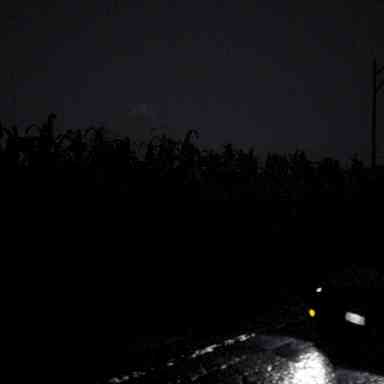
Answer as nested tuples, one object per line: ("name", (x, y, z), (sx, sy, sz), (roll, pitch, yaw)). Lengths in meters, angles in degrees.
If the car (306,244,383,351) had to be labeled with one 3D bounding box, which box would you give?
("car", (3.949, 1.631, 5.846), (4.181, 1.385, 1.994), (1, 0, -35))
